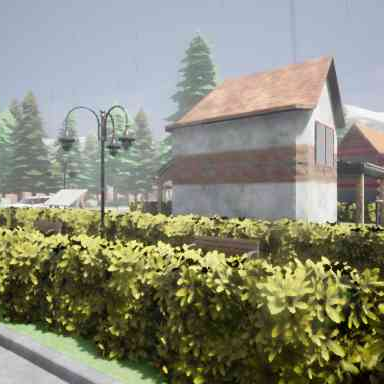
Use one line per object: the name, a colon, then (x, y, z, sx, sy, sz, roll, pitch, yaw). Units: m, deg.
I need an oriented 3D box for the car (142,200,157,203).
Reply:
car: (-5.394, 1.689, 40.563, 1.812, 1.442, 4.674, 0, 1, 38)

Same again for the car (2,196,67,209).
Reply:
car: (-13.725, 1.384, 29.123, 2.150, 2.045, 5.566, 0, 0, 36)
